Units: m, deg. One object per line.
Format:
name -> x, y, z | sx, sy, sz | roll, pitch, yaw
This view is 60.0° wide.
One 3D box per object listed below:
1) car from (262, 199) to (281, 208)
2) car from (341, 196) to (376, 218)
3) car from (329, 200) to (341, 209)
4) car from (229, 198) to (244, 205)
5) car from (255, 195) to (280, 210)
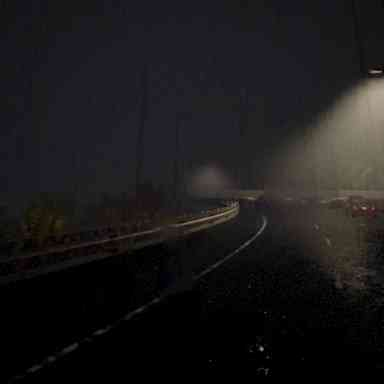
car -> 13.559, 1.885, 56.747 | 1.994, 1.385, 4.181 | 0, 0, -3
car -> 16.690, 1.601, 33.206 | 2.097, 1.767, 4.553 | 0, 0, 14
car -> 22.560, 1.928, 51.868 | 1.994, 1.385, 4.181 | 0, 0, 25
car -> 8.972, 1.878, 67.239 | 2.033, 1.411, 5.357 | 0, 0, -9
car -> 10.246, 1.479, 46.698 | 2.150, 2.045, 5.566 | 0, 0, 2
